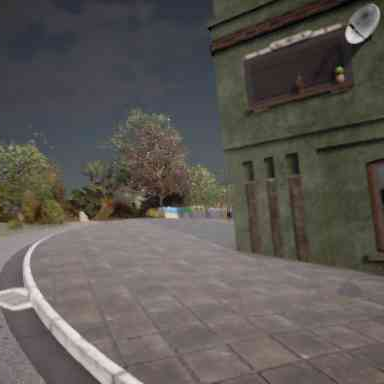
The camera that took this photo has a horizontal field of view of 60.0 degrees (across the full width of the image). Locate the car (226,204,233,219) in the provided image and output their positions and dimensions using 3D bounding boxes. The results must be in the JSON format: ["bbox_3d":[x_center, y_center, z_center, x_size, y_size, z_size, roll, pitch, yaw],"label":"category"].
[{"bbox_3d":[6.866,2.550,43.890,5.566,2.045,2.150,3,-9,-42],"label":"car"}]
